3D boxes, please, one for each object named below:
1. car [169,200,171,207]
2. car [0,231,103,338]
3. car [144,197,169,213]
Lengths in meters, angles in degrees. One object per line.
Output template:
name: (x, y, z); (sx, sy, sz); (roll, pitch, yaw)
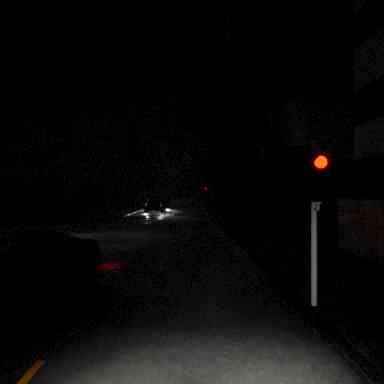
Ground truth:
car: (-4.103, 1.601, 47.674); (1.895, 1.301, 4.718); (0, 0, 0)
car: (-3.572, 1.547, 6.664); (2.033, 1.411, 5.357); (0, 0, 8)
car: (-4.117, 1.352, 37.612); (2.097, 1.767, 4.553); (0, 0, 0)
